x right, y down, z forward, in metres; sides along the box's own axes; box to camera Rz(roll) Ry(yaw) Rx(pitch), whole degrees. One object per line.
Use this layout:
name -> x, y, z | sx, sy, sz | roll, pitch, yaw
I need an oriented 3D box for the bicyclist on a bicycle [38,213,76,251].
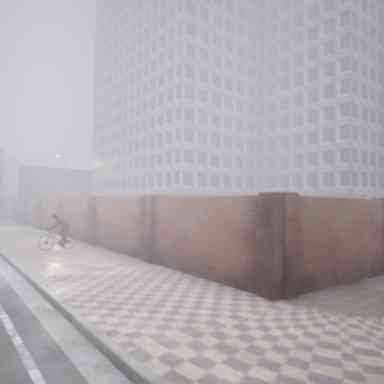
bicyclist on a bicycle -> -5.971, 1.779, 14.823 | 1.656, 1.620, 0.582 | 2, -3, -37
